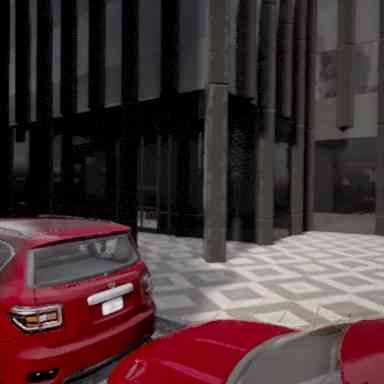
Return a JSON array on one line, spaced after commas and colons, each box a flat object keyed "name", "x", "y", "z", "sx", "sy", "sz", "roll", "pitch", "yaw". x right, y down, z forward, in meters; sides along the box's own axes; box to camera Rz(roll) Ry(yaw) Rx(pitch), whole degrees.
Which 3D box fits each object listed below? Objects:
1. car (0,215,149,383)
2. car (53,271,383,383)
[{"name": "car", "x": -2.794, "y": 1.286, "z": 4.936, "sx": 5.009, "sy": 1.841, "sz": 2.192, "roll": 0, "pitch": 1, "yaw": 35}, {"name": "car", "x": 1.354, "y": 1.536, "z": 1.991, "sx": 4.507, "sy": 1.381, "sz": 1.887, "roll": 0, "pitch": 1, "yaw": 35}]
